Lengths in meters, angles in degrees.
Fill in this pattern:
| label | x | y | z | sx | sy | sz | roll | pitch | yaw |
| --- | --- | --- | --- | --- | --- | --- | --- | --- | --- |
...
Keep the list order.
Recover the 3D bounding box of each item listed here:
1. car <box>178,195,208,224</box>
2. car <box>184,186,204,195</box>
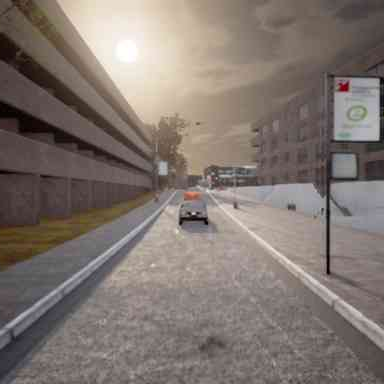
| label | x | y | z | sx | sy | sz | roll | pitch | yaw |
| --- | --- | --- | --- | --- | --- | --- | --- | --- | --- |
| car | 0.088 | 1.213 | 21.729 | 2.033 | 1.411 | 5.357 | 0 | 2 | 0 |
| car | 0.078 | 0.206 | 40.847 | 2.097 | 1.767 | 4.553 | 0 | 3 | 0 |
